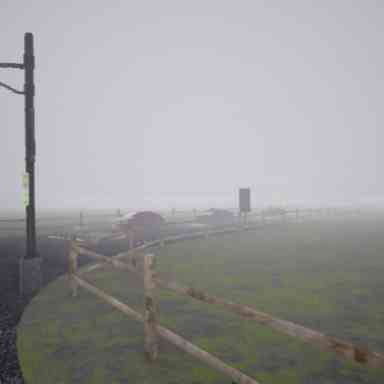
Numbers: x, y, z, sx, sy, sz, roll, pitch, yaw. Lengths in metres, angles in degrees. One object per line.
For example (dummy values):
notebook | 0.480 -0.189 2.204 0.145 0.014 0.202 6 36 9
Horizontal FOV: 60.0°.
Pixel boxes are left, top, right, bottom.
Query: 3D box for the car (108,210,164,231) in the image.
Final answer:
car | -3.982 2.094 24.525 1.812 1.442 4.674 -1 -2 36

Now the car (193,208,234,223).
car | 2.297 2.302 33.222 2.033 1.411 5.357 -1 -2 36

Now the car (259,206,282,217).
car | 10.650 2.569 44.741 1.994 1.385 4.181 -1 -2 36
